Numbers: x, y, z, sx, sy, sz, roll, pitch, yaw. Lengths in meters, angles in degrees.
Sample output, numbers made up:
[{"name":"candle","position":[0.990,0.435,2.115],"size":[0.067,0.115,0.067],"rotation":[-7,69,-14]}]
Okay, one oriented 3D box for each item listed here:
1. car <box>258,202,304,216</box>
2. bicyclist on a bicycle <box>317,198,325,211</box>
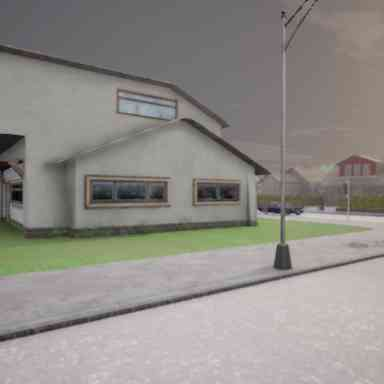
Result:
[{"name":"car","position":[9.227,1.736,34.606],"size":[1.895,1.301,4.718],"rotation":[0,0,-35]},{"name":"bicyclist on a bicycle","position":[15.585,1.526,40.154],"size":[1.656,1.620,0.582],"rotation":[0,0,-35]}]
